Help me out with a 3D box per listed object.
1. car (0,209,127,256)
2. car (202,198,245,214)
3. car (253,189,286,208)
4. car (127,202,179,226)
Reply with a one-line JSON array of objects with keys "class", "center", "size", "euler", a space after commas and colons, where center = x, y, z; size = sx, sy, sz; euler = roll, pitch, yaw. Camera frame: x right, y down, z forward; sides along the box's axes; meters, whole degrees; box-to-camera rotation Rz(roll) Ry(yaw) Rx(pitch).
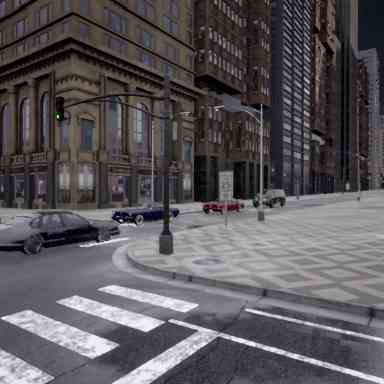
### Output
[{"class": "car", "center": [-5.296, 1.434, 12.773], "size": [2.033, 1.411, 5.357], "euler": [1, 1, 35]}, {"class": "car", "center": [2.859, 1.218, 29.740], "size": [1.895, 1.301, 4.718], "euler": [0, 1, 35]}, {"class": "car", "center": [8.998, 0.697, 38.346], "size": [2.150, 2.045, 5.566], "euler": [0, 1, 36]}, {"class": "car", "center": [-2.943, 1.351, 21.606], "size": [1.895, 1.301, 4.718], "euler": [0, 1, 36]}]
